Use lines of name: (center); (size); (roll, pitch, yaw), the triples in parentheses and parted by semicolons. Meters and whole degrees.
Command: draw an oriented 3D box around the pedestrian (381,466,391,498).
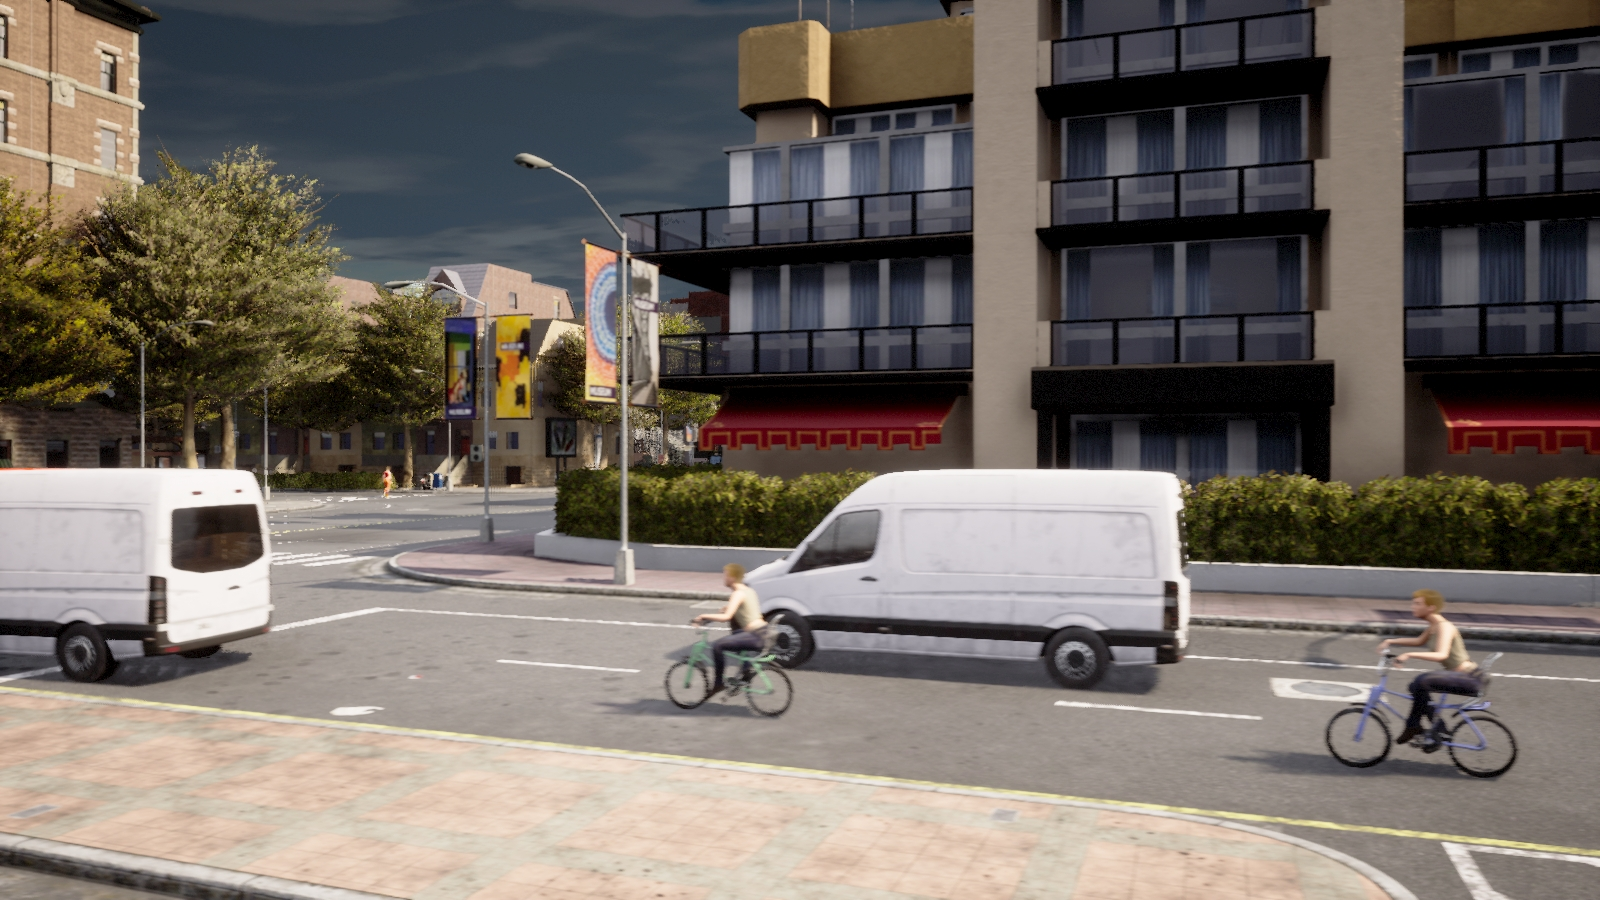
pedestrian: (-24.130, 1.841, 66.638); (0.375, 1.860, 0.375); (0, 0, 17)

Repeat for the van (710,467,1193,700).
van: (1.948, 1.534, 14.849); (5.915, 2.561, 1.988); (0, 0, 20)

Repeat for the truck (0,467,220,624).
truck: (-13.468, 1.563, 20.507); (5.204, 2.467, 2.627); (0, 0, 20)

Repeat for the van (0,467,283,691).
van: (-10.018, 1.532, 15.085); (5.915, 2.561, 1.988); (0, 0, 15)

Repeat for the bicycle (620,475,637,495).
bicycle: (-10.901, 2.200, 72.646); (0.373, 1.196, 1.643); (0, 1, 20)

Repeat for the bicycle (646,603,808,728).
bicycle: (-0.765, 2.255, 12.124); (1.487, 1.080, 0.859); (0, 0, 20)
